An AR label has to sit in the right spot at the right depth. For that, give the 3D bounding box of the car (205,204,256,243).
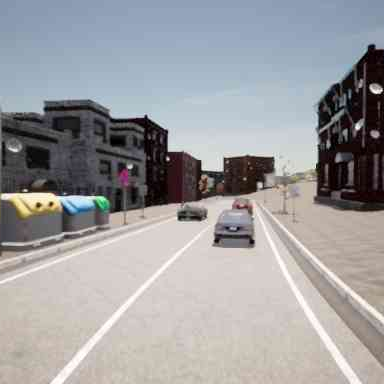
[{"bbox_3d":[2.101,1.555,16.192,2.033,1.411,5.357,1,0,9],"label":"car"}]

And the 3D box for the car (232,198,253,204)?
[{"bbox_3d":[5.251,1.369,34.758,2.097,1.767,4.553,1,0,10],"label":"car"}]

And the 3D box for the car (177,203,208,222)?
[{"bbox_3d":[0.092,1.572,26.490,1.895,1.301,4.718,1,0,10],"label":"car"}]
